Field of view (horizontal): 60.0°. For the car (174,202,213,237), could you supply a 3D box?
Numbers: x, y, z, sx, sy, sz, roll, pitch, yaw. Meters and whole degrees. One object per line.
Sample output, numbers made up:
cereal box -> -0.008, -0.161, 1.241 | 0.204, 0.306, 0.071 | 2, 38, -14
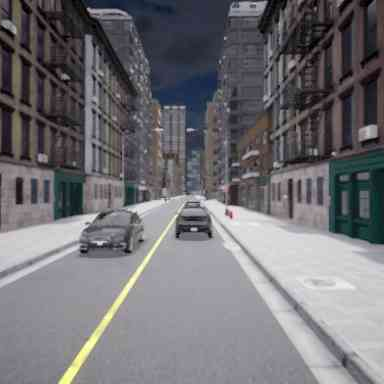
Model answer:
car -> 0.093, 1.513, 18.050 | 1.837, 1.490, 4.892 | 0, 0, 0

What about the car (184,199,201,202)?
car -> 0.084, 1.531, 40.453 | 2.128, 1.511, 4.902 | 0, 0, 0

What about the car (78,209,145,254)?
car -> -3.073, 1.513, 13.581 | 1.837, 1.490, 4.892 | 0, -1, 0
